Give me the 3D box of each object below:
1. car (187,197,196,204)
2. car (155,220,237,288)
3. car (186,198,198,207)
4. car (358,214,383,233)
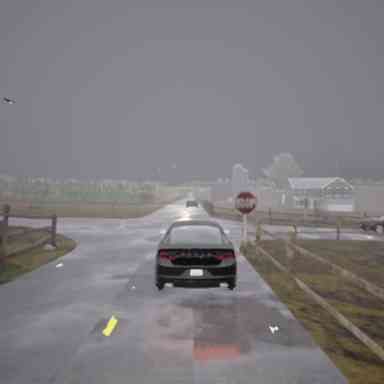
[{"bbox_3d":[-0.116,2.081,79.471,2.128,1.511,4.902,0,0,0],"label":"car"},{"bbox_3d":[0.086,1.523,9.377,1.882,1.535,5.008,0,0,0],"label":"car"},{"bbox_3d":[0.013,1.881,58.658,1.882,1.535,5.008,0,0,0],"label":"car"},{"bbox_3d":[14.810,2.262,24.346,5.008,1.535,1.882,2,0,-1],"label":"car"}]
